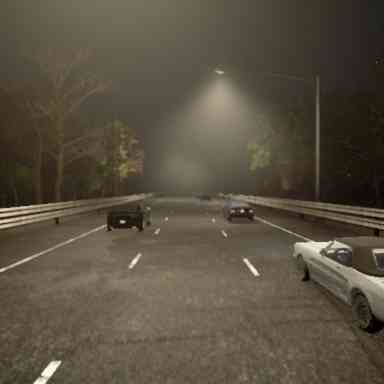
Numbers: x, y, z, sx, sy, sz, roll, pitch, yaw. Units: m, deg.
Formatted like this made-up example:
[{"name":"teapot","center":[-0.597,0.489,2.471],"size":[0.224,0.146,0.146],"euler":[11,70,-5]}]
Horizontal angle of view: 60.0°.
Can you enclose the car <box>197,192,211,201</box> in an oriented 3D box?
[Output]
[{"name":"car","center":[2.580,0.974,63.738],"size":[1.882,1.535,5.008],"euler":[0,0,-2]}]

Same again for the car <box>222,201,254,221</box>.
[{"name":"car","center":[3.418,1.352,25.371],"size":[2.033,1.411,5.357],"euler":[0,0,-1]}]

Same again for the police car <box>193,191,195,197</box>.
[{"name":"police car","center":[1.891,0.734,85.911],"size":[1.930,1.638,5.238],"euler":[0,0,-2]}]

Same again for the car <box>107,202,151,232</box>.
[{"name":"car","center":[-3.518,1.331,19.196],"size":[1.882,1.535,5.008],"euler":[0,0,-1]}]

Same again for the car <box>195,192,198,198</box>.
[{"name":"car","center":[2.261,0.966,74.771],"size":[1.994,1.385,4.181],"euler":[0,0,-2]}]

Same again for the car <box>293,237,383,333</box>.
[{"name":"car","center":[3.574,1.550,6.617],"size":[1.895,1.301,4.718],"euler":[0,0,0]}]
